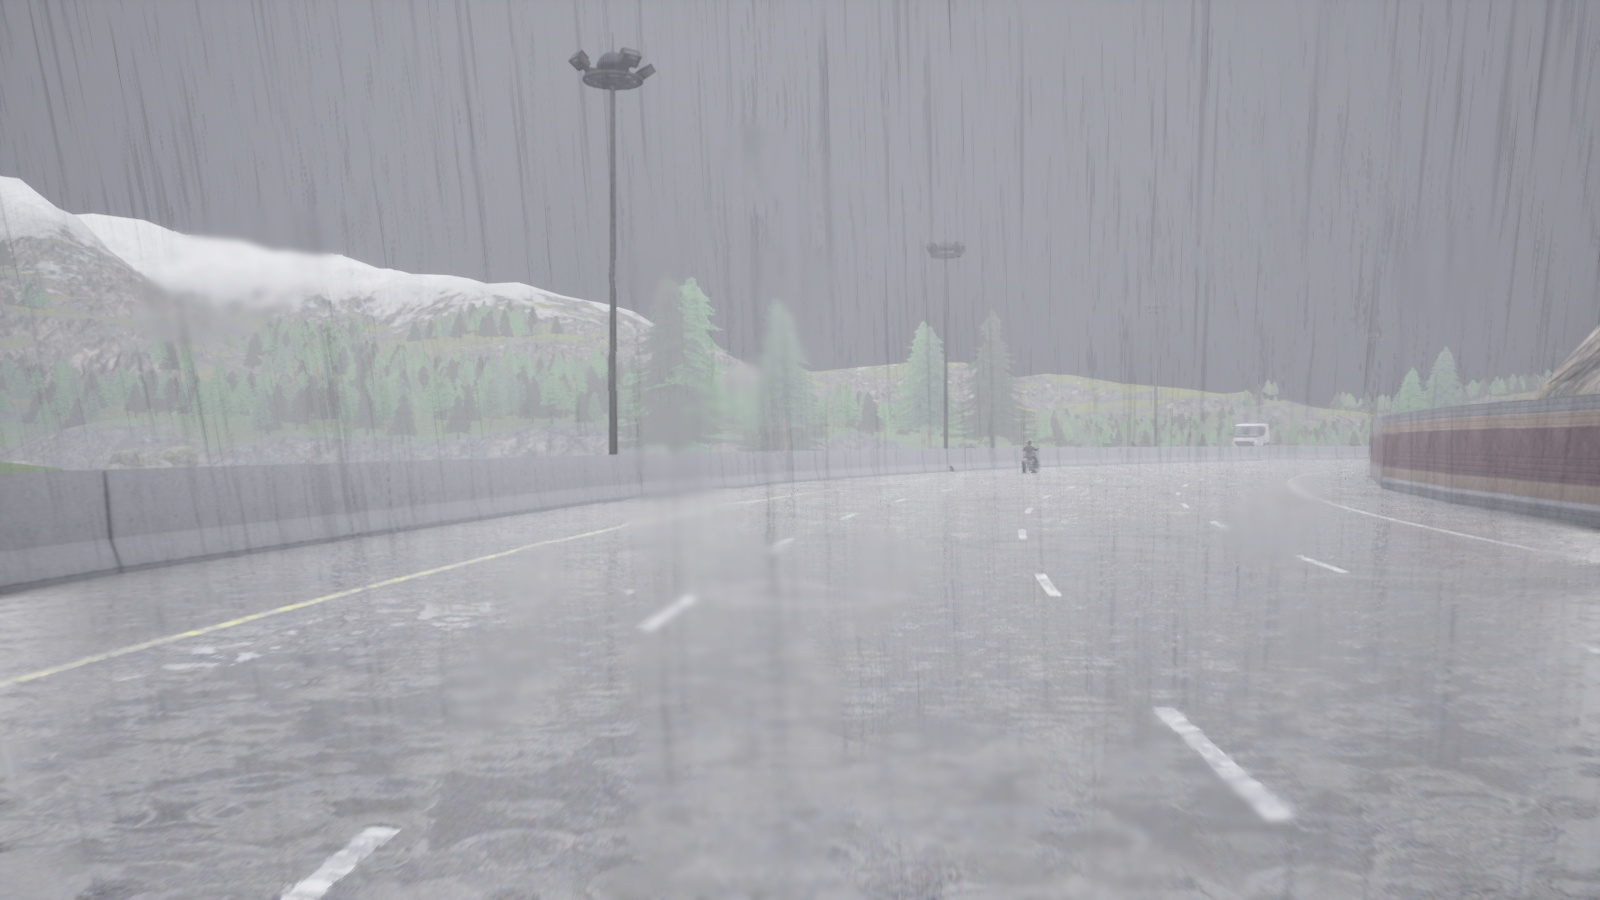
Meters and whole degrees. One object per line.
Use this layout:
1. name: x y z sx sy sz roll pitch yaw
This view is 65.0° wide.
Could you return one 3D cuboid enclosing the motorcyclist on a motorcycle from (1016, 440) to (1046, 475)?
1. motorcyclist on a motorcycle: 11.180 0.366 60.685 0.766 1.649 2.350 1 1 26
